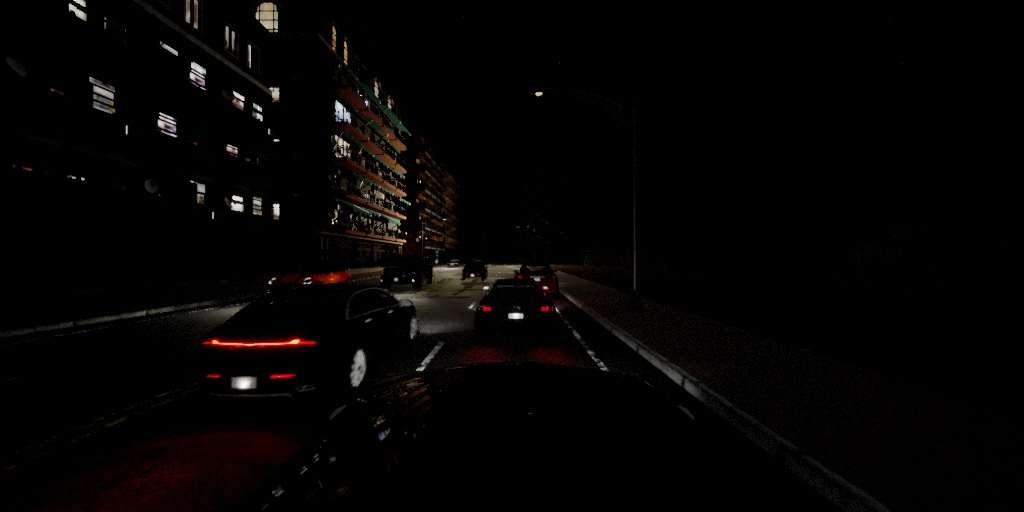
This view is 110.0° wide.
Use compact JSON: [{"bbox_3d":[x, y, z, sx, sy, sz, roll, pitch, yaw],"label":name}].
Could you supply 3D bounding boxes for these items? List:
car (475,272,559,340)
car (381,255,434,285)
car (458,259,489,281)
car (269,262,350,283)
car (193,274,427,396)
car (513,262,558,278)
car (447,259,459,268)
[{"bbox_3d":[0.106,1.315,10.036,1.994,1.385,4.181,0,0,1],"label":"car"},{"bbox_3d":[-6.570,0.973,23.095,2.150,2.045,5.566,0,0,0],"label":"car"},{"bbox_3d":[-3.108,1.256,30.611,1.837,1.490,4.892,0,0,0],"label":"car"},{"bbox_3d":[-9.827,1.104,17.751,2.097,1.767,4.553,0,0,0],"label":"car"},{"bbox_3d":[-3.144,1.254,6.634,1.837,1.490,4.892,0,0,0],"label":"car"},{"bbox_3d":[1.161,1.103,18.615,2.097,1.767,4.553,0,0,0],"label":"car"},{"bbox_3d":[-9.736,1.243,60.768,2.128,1.511,4.902,0,0,0],"label":"car"}]
